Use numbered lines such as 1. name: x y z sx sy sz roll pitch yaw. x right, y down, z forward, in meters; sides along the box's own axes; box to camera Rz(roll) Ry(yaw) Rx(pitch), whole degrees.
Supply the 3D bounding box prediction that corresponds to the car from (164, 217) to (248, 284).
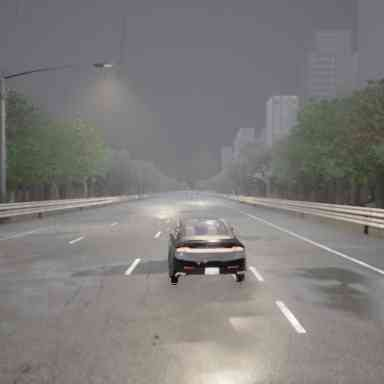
1. car: 0.265 1.452 9.506 2.128 1.511 4.902 0 0 -4
